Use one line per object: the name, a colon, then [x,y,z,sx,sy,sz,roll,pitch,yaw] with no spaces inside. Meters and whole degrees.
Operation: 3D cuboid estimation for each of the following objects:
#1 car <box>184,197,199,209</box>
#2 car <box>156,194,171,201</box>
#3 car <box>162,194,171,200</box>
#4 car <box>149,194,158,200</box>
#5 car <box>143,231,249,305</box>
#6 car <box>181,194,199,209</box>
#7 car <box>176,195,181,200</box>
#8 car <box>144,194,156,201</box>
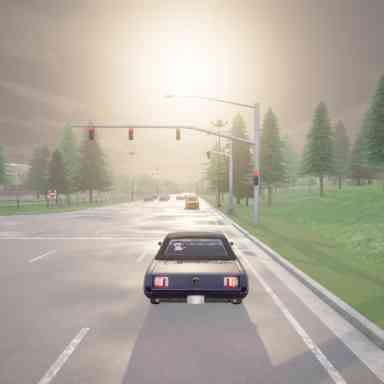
car: [-0.014,1.576,49.725,2.033,1.411,5.357,-1,1,1]
car: [-6.893,1.531,80.354,2.033,1.411,5.357,0,0,0]
car: [-6.879,1.372,90.774,2.033,1.411,5.357,0,0,0]
car: [-10.379,1.332,90.779,1.837,1.490,4.892,0,0,0]
car: [0.090,1.601,8.057,1.895,1.301,4.718,0,0,0]
car: [-0.080,1.091,46.211,1.882,1.535,5.008,-3,17,-4]
car: [-3.378,1.553,91.183,1.994,1.385,4.181,0,0,0]
car: [-10.393,1.531,80.359,2.033,1.411,5.357,0,0,0]
